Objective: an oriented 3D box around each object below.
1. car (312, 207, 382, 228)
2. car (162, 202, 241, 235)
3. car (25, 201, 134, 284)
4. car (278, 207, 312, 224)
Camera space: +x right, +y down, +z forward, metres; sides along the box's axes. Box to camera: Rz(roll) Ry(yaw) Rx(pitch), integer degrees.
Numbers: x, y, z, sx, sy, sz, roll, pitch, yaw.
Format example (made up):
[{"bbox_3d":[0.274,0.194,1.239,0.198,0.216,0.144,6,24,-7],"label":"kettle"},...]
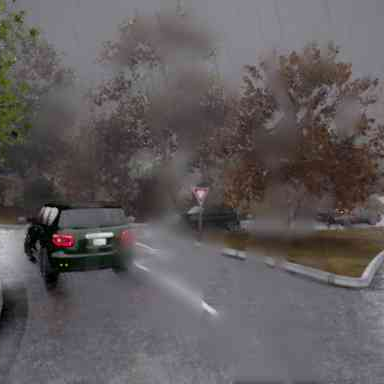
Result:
[{"bbox_3d":[11.924,1.847,25.059,5.357,1.411,2.033,1,-1,-28],"label":"car"},{"bbox_3d":[0.545,1.498,19.873,4.553,1.767,2.097,0,-1,-22],"label":"car"},{"bbox_3d":[-3.617,1.290,10.166,2.150,2.045,5.566,0,0,-32],"label":"car"},{"bbox_3d":[9.388,1.897,27.318,4.718,1.301,1.895,1,-1,-27],"label":"car"}]
